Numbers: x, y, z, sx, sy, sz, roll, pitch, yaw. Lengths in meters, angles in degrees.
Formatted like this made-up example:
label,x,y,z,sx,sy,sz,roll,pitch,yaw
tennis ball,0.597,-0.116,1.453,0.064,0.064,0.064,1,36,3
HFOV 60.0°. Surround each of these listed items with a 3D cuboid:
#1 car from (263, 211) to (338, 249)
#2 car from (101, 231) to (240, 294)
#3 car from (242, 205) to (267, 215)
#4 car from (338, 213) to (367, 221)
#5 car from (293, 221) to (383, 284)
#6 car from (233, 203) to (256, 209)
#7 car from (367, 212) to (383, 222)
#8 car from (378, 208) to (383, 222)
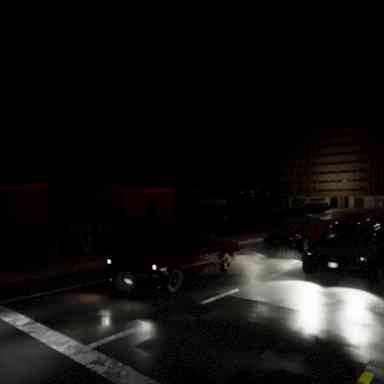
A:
label,x,y,z,sx,sy,sz,roll,pitch,yaw
car,5.269,1.913,16.255,1.882,1.535,5.008,-2,-2,40
car,-0.348,1.873,9.826,1.895,1.301,4.718,-1,-2,32
car,10.624,3.042,56.550,3.806,1.475,1.970,-2,-2,40
car,11.913,2.240,24.216,1.895,1.301,4.718,-2,-2,40
car,5.098,1.834,10.584,1.994,1.385,4.181,-2,-2,40
car,7.060,2.690,52.266,4.605,1.855,1.932,-2,-2,40
car,11.377,1.815,18.120,2.097,1.767,4.553,-2,-2,40
car,22.019,2.494,36.240,2.033,1.411,5.357,-2,-2,40
